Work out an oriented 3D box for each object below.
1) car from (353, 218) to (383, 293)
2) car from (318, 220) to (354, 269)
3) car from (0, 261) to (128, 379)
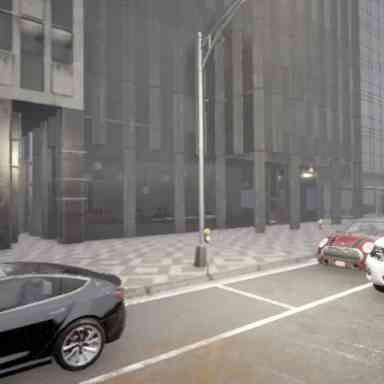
[{"bbox_3d":[6.522,1.337,8.195,5.566,2.045,2.150,0,-2,-37],"label":"car"},{"bbox_3d":[6.001,1.623,11.154,4.097,1.590,1.967,0,-2,-37],"label":"car"},{"bbox_3d":[-2.954,1.693,4.297,4.313,1.339,1.947,0,-1,-37],"label":"car"}]
